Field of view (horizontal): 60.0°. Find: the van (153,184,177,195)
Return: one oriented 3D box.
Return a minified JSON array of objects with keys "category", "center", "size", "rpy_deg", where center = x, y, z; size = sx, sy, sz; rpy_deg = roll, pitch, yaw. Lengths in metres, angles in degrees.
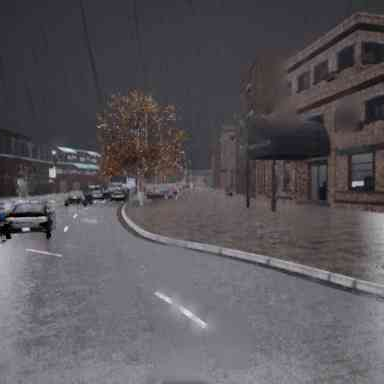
[{"category":"van","center":[-5.016,-0.558,62.243],"size":[4.442,1.987,1.878],"rpy_deg":[0,2,1]}]

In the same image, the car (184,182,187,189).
[{"category":"car","center":[-4.247,-1.128,81.455],"size":[4.792,1.488,2.163],"rpy_deg":[0,2,5]}]

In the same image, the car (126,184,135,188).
[{"category":"car","center":[-12.881,-0.421,65.249],"size":[1.837,1.490,4.892],"rpy_deg":[0,2,2]}]

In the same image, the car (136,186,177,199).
[{"category":"car","center":[-4.949,0.287,45.953],"size":[4.892,1.521,2.231],"rpy_deg":[0,2,-1]}]

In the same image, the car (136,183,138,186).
[{"category":"car","center":[-9.719,-0.760,66.466],"size":[2.150,2.045,5.566],"rpy_deg":[0,2,2]}]

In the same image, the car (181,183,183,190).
[{"category":"car","center":[-4.941,-0.643,70.438],"size":[4.792,1.488,2.163],"rpy_deg":[0,2,3]}]

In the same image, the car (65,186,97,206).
[{"category":"car","center":[-11.922,0.522,35.397],"size":[2.097,1.767,4.553],"rpy_deg":[0,2,-6]}]

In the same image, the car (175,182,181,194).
[{"category":"car","center":[-5.075,-0.268,54.194],"size":[5.566,2.045,2.435],"rpy_deg":[0,2,-1]}]

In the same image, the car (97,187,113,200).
[{"category":"car","center":[-12.634,0.388,45.430],"size":[1.994,1.385,4.181],"rpy_deg":[0,2,-1]}]

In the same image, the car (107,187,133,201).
[{"category":"car","center":[-9.462,0.438,44.040],"size":[1.994,1.385,4.181],"rpy_deg":[0,2,-3]}]

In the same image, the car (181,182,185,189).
[{"category":"car","center":[-4.632,-0.908,75.884],"size":[4.892,1.521,2.231],"rpy_deg":[0,3,4]}]

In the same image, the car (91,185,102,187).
[{"category":"car","center":[-21.445,-0.727,72.359],"size":[2.097,1.535,5.008],"rpy_deg":[0,2,3]}]

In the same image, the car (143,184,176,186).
[{"category":"car","center":[-4.963,0.061,48.702],"size":[4.553,1.767,2.185],"rpy_deg":[0,2,-1]}]

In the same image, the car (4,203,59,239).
[{"category":"car","center":[-7.552,1.266,15.908],"size":[2.128,1.511,4.902],"rpy_deg":[-1,1,-18]}]

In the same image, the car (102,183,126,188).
[{"category":"car","center":[-12.914,-0.189,55.358],"size":[2.097,1.767,4.553],"rpy_deg":[0,2,0]}]

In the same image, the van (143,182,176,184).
[{"category":"van","center":[-5.163,-0.141,51.450],"size":[4.442,1.987,1.878],"rpy_deg":[0,2,-1]}]
